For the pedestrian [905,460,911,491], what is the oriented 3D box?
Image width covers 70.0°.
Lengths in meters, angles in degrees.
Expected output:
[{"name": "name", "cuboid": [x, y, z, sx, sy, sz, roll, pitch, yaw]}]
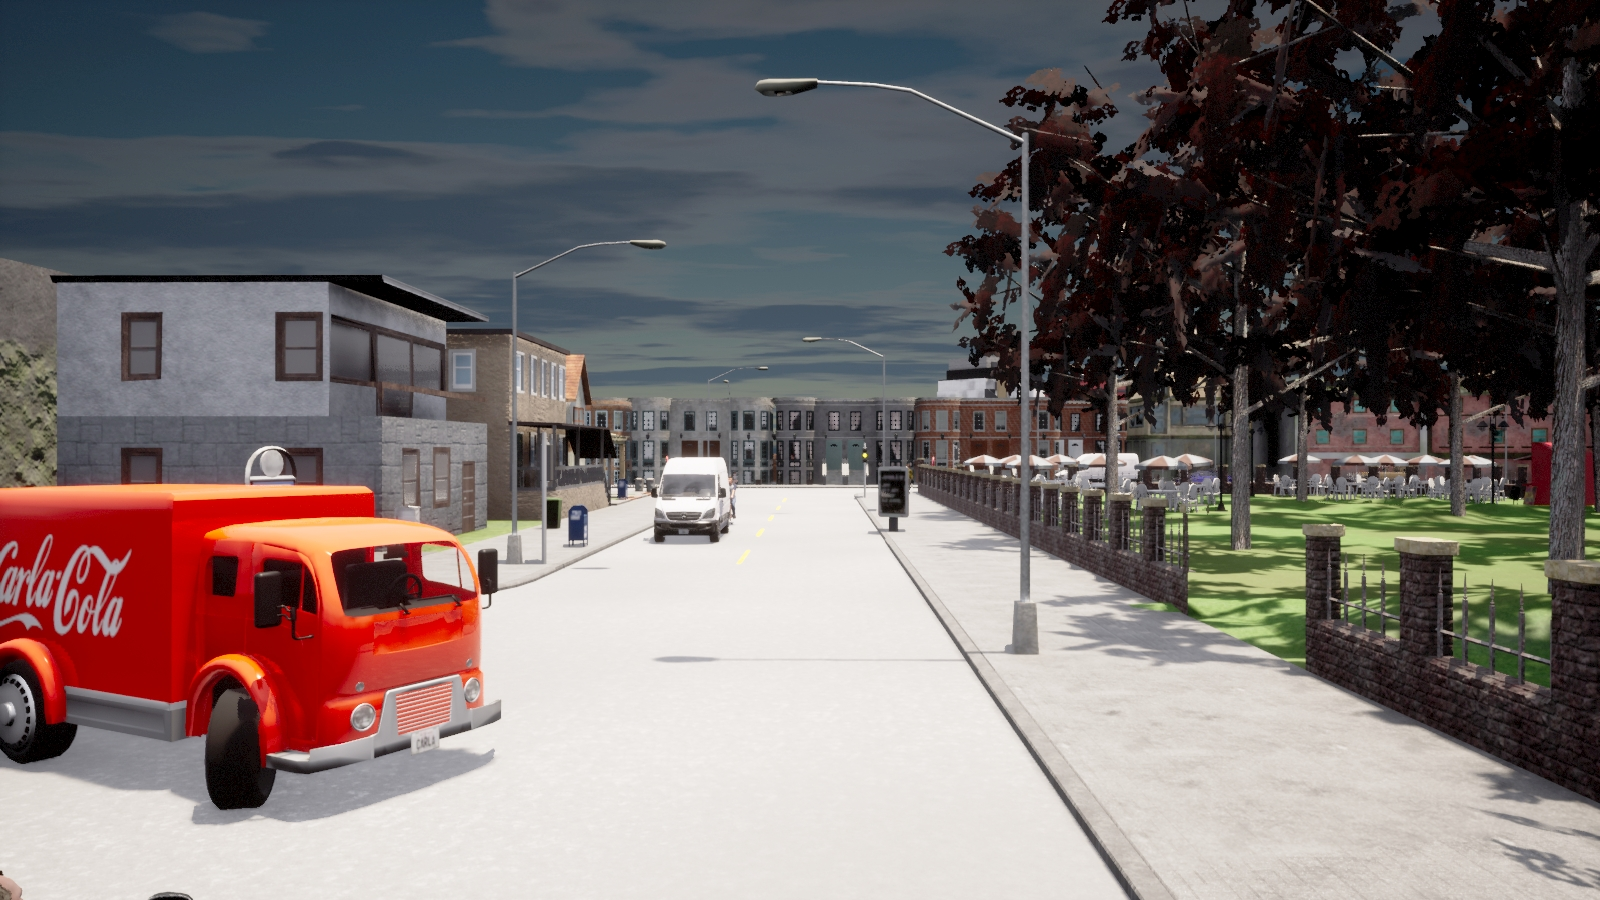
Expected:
[{"name": "pedestrian", "cuboid": [6.483, 1.516, 68.524, 0.375, 1.860, 0.375, 0, 0, 3]}]

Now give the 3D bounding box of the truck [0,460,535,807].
[{"name": "truck", "cuboid": [-5.358, 1.348, 10.677, 5.204, 2.467, 2.627, 0, 0, 29]}]

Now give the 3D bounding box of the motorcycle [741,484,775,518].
[{"name": "motorcycle", "cuboid": [-1.677, 1.985, 45.065, 0.867, 1.251, 2.209, 0, 0, -15]}]

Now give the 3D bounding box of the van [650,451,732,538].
[{"name": "van", "cuboid": [-3.393, 1.314, 36.728, 1.988, 2.561, 5.915, 0, 0, 1]}]
